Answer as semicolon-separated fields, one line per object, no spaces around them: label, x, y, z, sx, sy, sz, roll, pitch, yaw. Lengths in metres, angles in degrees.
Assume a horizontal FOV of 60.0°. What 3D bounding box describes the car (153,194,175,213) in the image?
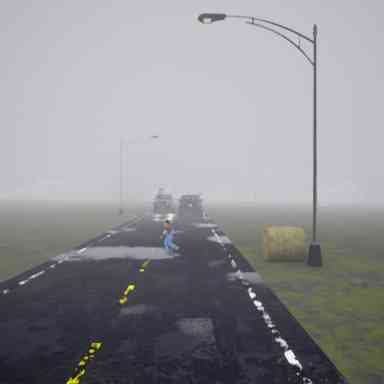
car;-3.132;1.230;37.811;2.150;2.045;5.566;0;0;0

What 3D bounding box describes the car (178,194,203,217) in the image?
car;-0.148;1.227;30.972;2.150;2.045;5.566;0;0;0

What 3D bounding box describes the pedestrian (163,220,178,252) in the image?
pedestrian;-0.837;1.570;12.306;0.375;1.300;0.375;-1;1;2

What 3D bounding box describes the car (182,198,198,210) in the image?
car;-0.260;1.579;44.951;1.994;1.385;4.181;0;0;0

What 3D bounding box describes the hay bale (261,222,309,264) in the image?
hay bale;3.048;1.652;11.089;1.220;1.180;1.240;1;1;0
